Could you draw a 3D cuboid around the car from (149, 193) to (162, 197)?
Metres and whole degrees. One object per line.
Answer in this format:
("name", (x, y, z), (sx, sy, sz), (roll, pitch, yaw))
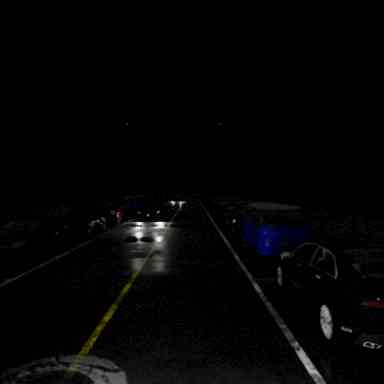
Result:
("car", (-5.764, 1.090, 45.539), (2.192, 1.841, 5.009), (0, 0, 0))

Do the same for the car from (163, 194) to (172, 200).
("car", (-5.764, 1.203, 79.360), (1.947, 1.339, 4.313), (0, 0, 0))

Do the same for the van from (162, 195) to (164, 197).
("van", (-5.764, 1.092, 51.176), (1.690, 1.788, 3.998), (0, 0, 0))

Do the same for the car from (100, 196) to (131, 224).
("car", (-5.764, 1.321, 22.995), (1.967, 1.590, 4.097), (0, 0, 0))

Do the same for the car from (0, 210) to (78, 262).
("car", (-5.764, 1.519, 11.723), (1.802, 1.307, 4.206), (0, 0, 0))

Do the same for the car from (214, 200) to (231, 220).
("car", (2.761, 1.463, 23.011), (1.802, 1.307, 4.206), (0, 0, 0))

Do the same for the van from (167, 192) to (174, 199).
("van", (-5.765, 0.936, 90.633), (1.690, 1.788, 3.998), (0, 0, 0))

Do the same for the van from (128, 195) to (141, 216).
("van", (-5.764, 1.195, 28.631), (1.690, 1.788, 3.998), (0, 0, 0))

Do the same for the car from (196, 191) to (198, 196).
("car", (2.761, 1.035, 90.645), (1.967, 1.590, 4.097), (0, 0, 0))

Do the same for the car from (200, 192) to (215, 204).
("car", (2.760, 1.066, 51.190), (2.192, 1.841, 5.009), (0, 0, 0))

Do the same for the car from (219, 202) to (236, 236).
("car", (2.761, 1.459, 17.375), (2.008, 1.369, 4.403), (0, 0, 0))

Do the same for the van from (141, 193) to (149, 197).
("van", (-5.764, 1.168, 34.267), (1.690, 1.788, 3.998), (0, 0, 0))

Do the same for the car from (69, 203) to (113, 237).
("car", (-5.764, 1.474, 17.359), (1.947, 1.339, 4.313), (0, 0, 0))

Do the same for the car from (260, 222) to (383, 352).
("car", (2.761, 1.517, 6.102), (2.008, 1.369, 4.403), (0, 0, 0))

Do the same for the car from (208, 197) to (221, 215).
("car", (2.761, 1.404, 28.647), (2.008, 1.369, 4.403), (0, 0, 0))

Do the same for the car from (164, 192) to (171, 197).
("car", (-5.764, 1.225, 68.087), (1.887, 1.381, 4.507), (0, 0, 0))

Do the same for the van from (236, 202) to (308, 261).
("van", (2.761, 1.278, 11.737), (1.690, 1.788, 3.998), (0, 0, 0))

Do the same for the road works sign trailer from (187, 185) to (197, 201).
("road works sign trailer", (0.001, 0.115, 75.684), (2.380, 3.560, 2.880), (0, 0, 0))

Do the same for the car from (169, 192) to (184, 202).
("car", (-3.008, 1.205, 66.956), (1.812, 1.442, 4.674), (0, 0, 0))

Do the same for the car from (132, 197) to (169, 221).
("car", (-3.098, 1.372, 25.817), (1.837, 1.490, 4.892), (0, 0, 0))

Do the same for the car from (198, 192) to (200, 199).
("car", (2.761, 1.184, 73.907), (1.752, 1.417, 4.829), (0, 0, 0))

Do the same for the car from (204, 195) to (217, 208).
("car", (2.761, 1.346, 39.919), (1.887, 1.381, 4.507), (0, 0, 0))
